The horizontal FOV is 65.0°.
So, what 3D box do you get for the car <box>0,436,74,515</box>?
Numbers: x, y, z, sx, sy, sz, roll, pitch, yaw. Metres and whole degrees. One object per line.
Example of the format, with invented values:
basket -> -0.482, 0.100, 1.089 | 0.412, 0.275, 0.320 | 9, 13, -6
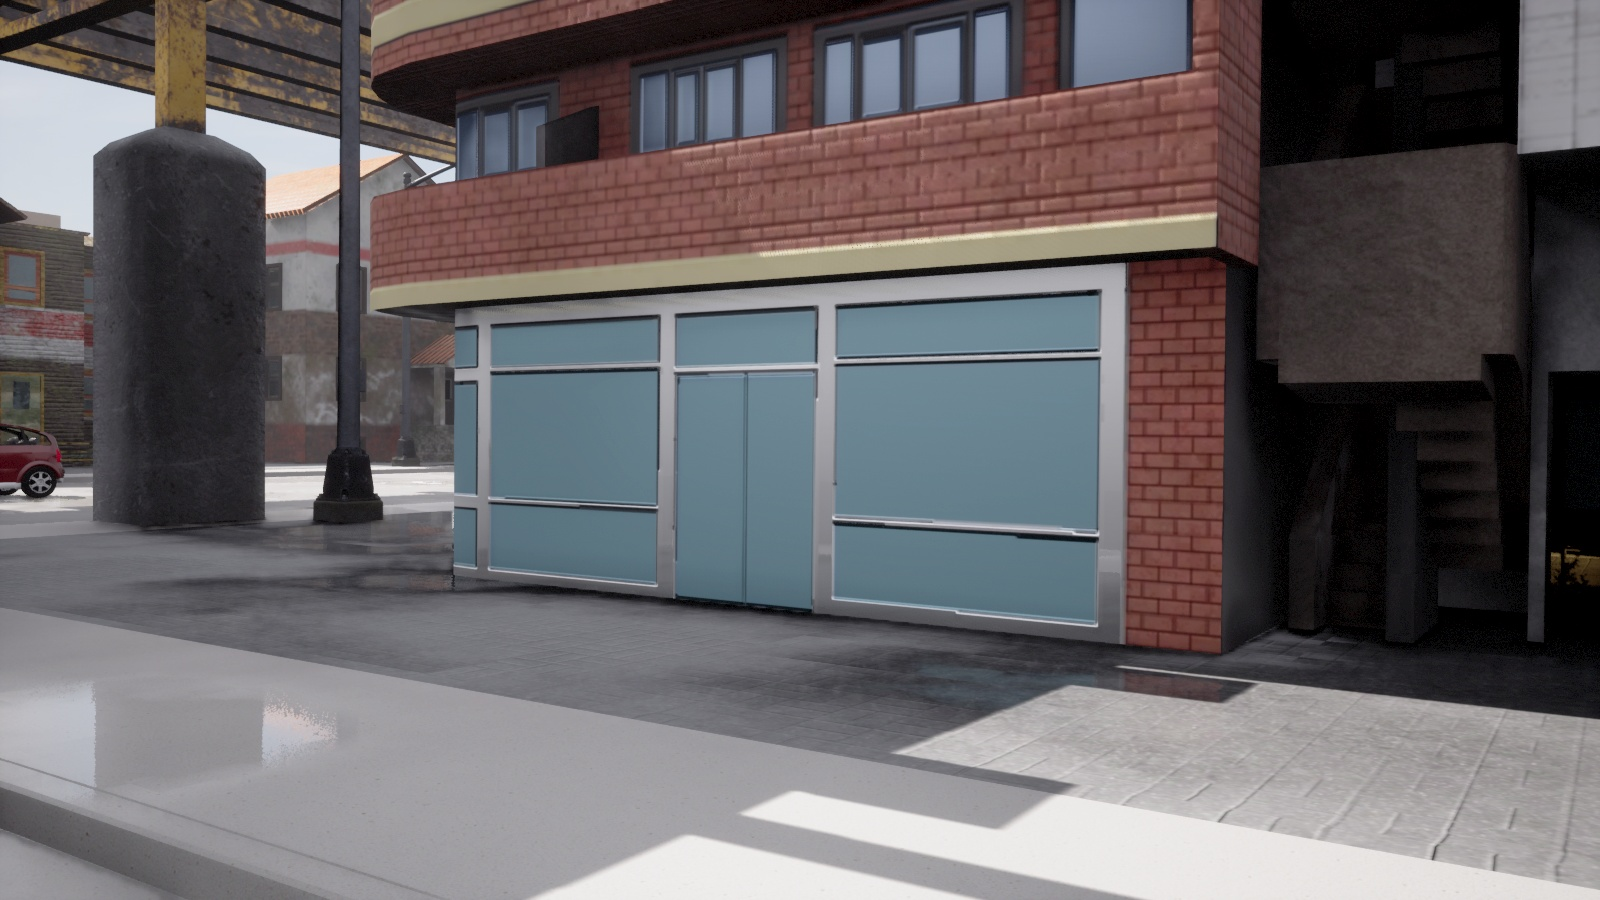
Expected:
car -> -16.831, 0.521, 24.977 | 1.789, 1.549, 3.705 | 0, 1, 33
